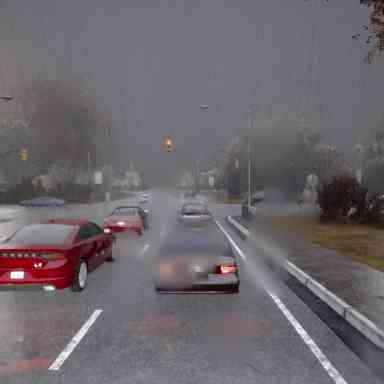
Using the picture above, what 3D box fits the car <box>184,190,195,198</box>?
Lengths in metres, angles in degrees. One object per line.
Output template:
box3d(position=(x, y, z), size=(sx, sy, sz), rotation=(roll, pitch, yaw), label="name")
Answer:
box3d(position=(-0.480, 0.426, 86.064), size=(2.150, 2.045, 5.566), rotation=(0, 1, -4), label="car")

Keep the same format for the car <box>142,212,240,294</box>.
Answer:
box3d(position=(0.101, 1.516, 8.863), size=(2.033, 1.411, 5.357), rotation=(0, 0, 0), label="car")

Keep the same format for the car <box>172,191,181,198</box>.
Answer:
box3d(position=(-4.003, 0.720, 86.388), size=(2.128, 1.511, 4.902), rotation=(0, 1, -4), label="car")

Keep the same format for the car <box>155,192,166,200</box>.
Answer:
box3d(position=(-7.114, 0.872, 75.739), size=(2.128, 1.511, 4.902), rotation=(0, 1, -1), label="car")

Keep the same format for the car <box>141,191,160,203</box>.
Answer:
box3d(position=(-7.087, 0.791, 55.178), size=(2.150, 2.045, 5.566), rotation=(0, 1, 0), label="car")

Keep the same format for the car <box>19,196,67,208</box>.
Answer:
box3d(position=(-18.395, 1.237, 41.324), size=(5.357, 1.411, 2.033), rotation=(0, 1, -3), label="car")

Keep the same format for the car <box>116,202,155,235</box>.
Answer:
box3d(position=(-3.397, 1.458, 17.923), size=(1.994, 1.385, 4.181), rotation=(0, 0, 0), label="car")

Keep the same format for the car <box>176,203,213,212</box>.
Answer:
box3d(position=(0.131, 1.380, 18.556), size=(2.128, 1.511, 4.902), rotation=(0, 0, -1), label="car")

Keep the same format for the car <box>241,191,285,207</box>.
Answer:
box3d(position=(9.206, 0.897, 43.021), size=(5.566, 2.045, 2.150), rotation=(0, 1, 1), label="car")

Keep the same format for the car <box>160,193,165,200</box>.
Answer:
box3d(position=(-7.046, 0.962, 65.351), size=(2.128, 1.511, 4.902), rotation=(0, 1, 0), label="car")

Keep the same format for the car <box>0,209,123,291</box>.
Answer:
box3d(position=(-3.396, 1.445, 8.936), size=(1.882, 1.535, 5.008), rotation=(0, 0, 0), label="car")
